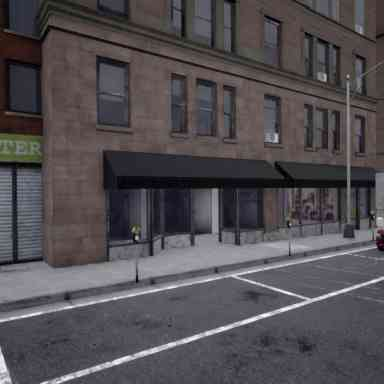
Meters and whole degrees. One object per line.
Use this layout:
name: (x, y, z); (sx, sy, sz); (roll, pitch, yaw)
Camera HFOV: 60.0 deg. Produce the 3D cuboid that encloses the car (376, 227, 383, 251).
car: (8.843, 1.541, 12.854); (4.507, 1.381, 1.887); (0, -1, -36)
